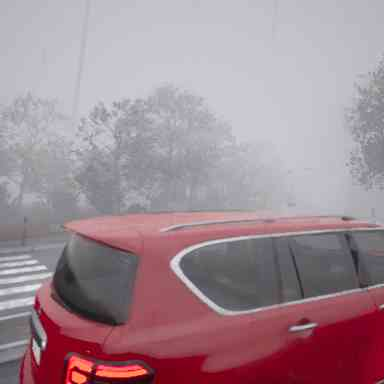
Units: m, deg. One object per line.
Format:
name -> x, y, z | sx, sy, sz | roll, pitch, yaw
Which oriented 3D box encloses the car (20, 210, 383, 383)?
car -> 1.147, 1.235, 3.842 | 5.566, 2.045, 2.150 | 0, 0, -32
